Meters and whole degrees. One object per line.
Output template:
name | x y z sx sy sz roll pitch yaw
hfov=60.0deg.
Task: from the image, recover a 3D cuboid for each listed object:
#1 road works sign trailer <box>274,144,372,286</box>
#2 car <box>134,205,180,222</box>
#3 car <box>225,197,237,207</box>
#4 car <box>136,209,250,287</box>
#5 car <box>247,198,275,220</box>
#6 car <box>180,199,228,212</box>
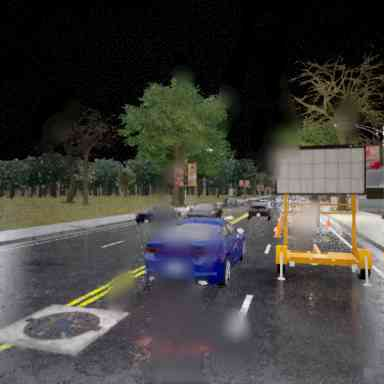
road works sign trailer | 3.650 0.470 9.604 2.380 3.560 2.880 0 0 16
car | -2.384 1.616 24.005 1.895 1.301 4.718 0 0 16
car | 5.996 1.583 52.494 1.837 1.490 4.892 0 0 16
car | 0.347 1.482 9.542 1.882 1.535 5.008 0 0 16
car | 5.938 1.531 28.554 1.837 1.490 4.892 0 0 16
car | 0.988 1.495 23.956 1.882 1.535 5.008 0 0 16
